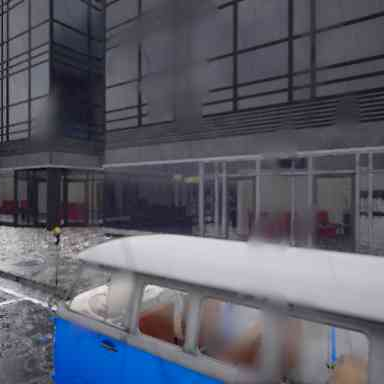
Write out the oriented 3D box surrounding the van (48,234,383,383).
[{"bbox_3d":[0.555,1.335,2.572,3.998,1.788,1.690,0,0,35],"label":"van"}]
